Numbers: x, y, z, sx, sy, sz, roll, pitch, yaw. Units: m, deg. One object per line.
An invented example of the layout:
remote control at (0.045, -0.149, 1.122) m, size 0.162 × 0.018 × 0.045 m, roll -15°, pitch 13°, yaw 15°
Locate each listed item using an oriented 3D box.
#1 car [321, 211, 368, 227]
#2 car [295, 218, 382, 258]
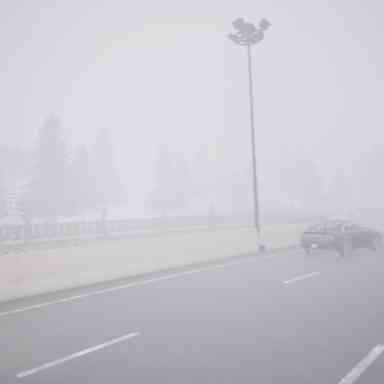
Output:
car at (15.436, 2.715, 33.715) m, size 4.674 × 1.442 × 1.812 m, roll 0°, pitch -4°, yaw -29°
car at (6.982, 2.049, 15.418) m, size 4.902 × 1.511 × 2.128 m, roll 0°, pitch -4°, yaw -39°
